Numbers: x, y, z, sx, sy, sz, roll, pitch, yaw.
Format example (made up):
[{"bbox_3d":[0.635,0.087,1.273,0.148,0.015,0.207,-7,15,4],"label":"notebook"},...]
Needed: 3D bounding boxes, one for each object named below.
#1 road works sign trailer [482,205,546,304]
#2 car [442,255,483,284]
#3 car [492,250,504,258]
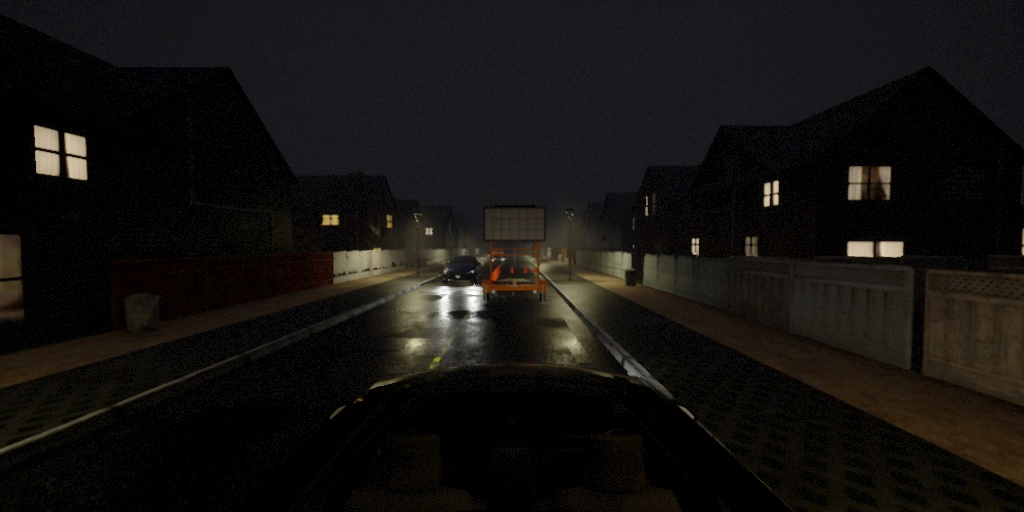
[{"bbox_3d":[0.096,-0.160,13.951,2.380,3.560,2.880,0,0,1],"label":"road works sign trailer"},{"bbox_3d":[-2.708,0.709,20.353,1.812,1.442,4.674,0,2,0],"label":"car"},{"bbox_3d":[-2.337,-0.432,61.833,1.882,1.535,5.008,0,2,1],"label":"car"}]
